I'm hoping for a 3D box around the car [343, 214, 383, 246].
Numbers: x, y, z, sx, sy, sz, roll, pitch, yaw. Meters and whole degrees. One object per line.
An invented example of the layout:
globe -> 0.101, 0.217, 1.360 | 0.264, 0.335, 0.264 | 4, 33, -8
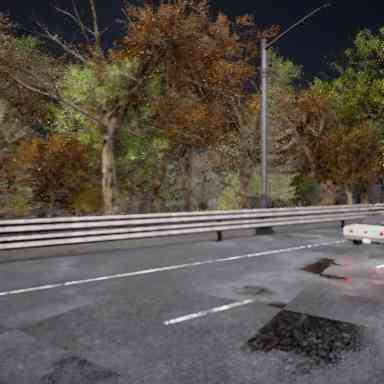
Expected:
car -> 8.505, 1.584, 14.004 | 4.718, 1.301, 1.895 | 0, 0, -35
